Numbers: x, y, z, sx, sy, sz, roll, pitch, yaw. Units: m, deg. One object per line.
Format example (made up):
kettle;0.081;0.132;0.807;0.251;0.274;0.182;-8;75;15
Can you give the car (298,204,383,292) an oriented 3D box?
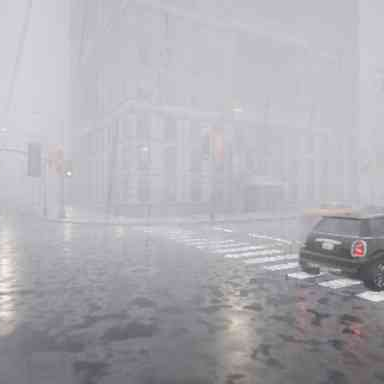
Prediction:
car;5.142;1.338;9.118;4.553;1.767;2.097;0;0;-29

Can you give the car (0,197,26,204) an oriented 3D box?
car;-35.217;1.583;65.117;4.718;1.301;1.895;0;0;-28

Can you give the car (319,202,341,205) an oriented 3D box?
car;10.040;1.471;24.001;5.008;1.535;1.882;0;0;-29

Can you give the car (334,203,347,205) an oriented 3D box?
car;11.729;1.542;20.940;5.357;1.411;2.033;0;0;-29
